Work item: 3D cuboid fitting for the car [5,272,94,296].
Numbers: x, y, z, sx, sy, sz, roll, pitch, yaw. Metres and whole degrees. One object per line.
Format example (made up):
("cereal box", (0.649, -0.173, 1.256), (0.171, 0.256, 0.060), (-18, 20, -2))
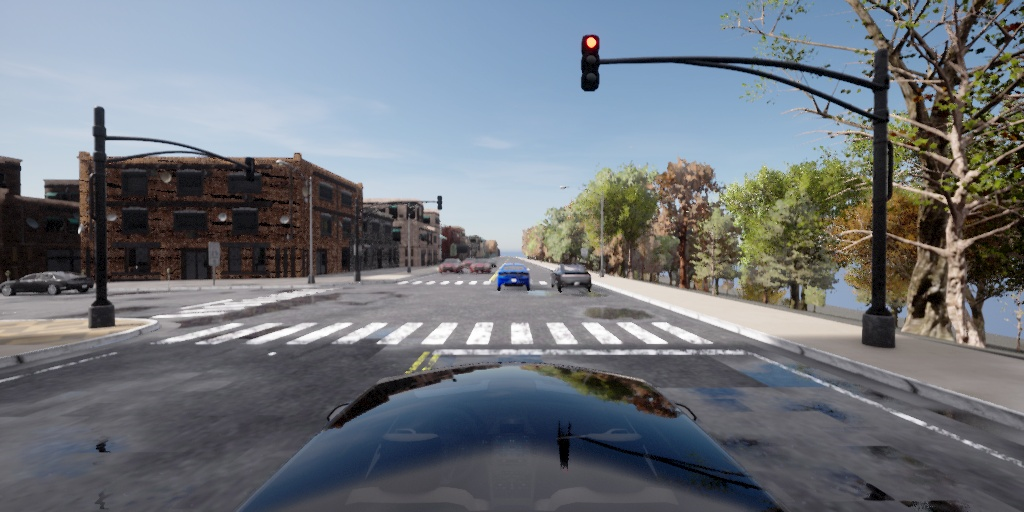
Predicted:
("car", (-28.327, 1.658, 21.901), (4.403, 1.370, 2.007), (0, 0, -1))

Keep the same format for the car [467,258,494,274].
("car", (-3.392, 1.073, 39.427), (2.097, 1.767, 4.553), (0, 0, 0))

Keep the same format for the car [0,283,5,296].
("car", (-22.619, 1.678, 13.380), (4.313, 1.339, 1.948), (0, 0, -1))

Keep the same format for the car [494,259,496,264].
("car", (-3.424, 1.186, 56.305), (1.882, 1.535, 5.008), (0, 0, 0))

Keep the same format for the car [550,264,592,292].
("car", (3.345, 1.225, 20.887), (2.128, 1.511, 4.902), (0, 0, 0))

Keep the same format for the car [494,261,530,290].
("car", (0.095, 1.210, 22.434), (1.882, 1.535, 5.008), (0, 0, 0))

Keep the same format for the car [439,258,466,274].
("car", (-6.642, 1.073, 39.416), (2.097, 1.767, 4.553), (0, 0, 0))
